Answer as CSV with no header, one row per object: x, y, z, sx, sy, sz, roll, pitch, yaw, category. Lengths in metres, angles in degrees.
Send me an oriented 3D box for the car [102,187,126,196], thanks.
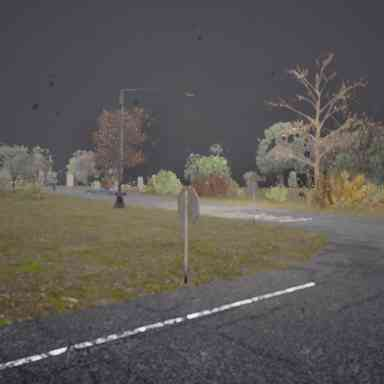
-11.918,-0.154,52.190,1.994,1.385,4.181,0,2,-36,car

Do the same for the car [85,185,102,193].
-17.516,-0.479,59.978,2.033,1.411,5.357,0,2,-36,car
